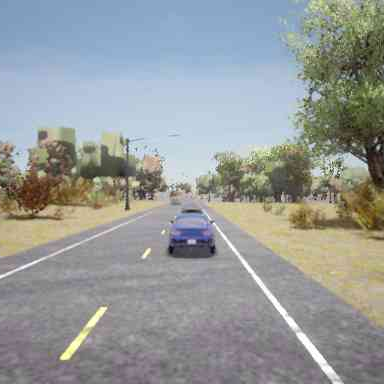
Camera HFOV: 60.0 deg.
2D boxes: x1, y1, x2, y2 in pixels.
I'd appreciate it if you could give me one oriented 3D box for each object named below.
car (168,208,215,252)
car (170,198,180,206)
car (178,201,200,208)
[{"bbox_3d":[-0.004,1.660,14.383,1.812,1.442,4.674,0,0,0],"label":"car"},{"bbox_3d":[-3.539,2.024,71.006,2.097,1.767,4.553,0,-1,0],"label":"car"},{"bbox_3d":[-0.012,1.782,29.301,1.837,1.490,4.892,0,0,0],"label":"car"}]
